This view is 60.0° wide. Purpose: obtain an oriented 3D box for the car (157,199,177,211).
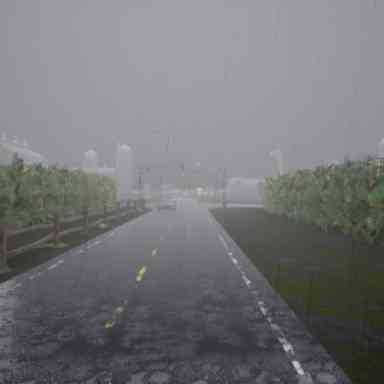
[{"bbox_3d":[-2.755,1.449,37.659,1.994,1.385,4.181,0,0,0],"label":"car"}]
